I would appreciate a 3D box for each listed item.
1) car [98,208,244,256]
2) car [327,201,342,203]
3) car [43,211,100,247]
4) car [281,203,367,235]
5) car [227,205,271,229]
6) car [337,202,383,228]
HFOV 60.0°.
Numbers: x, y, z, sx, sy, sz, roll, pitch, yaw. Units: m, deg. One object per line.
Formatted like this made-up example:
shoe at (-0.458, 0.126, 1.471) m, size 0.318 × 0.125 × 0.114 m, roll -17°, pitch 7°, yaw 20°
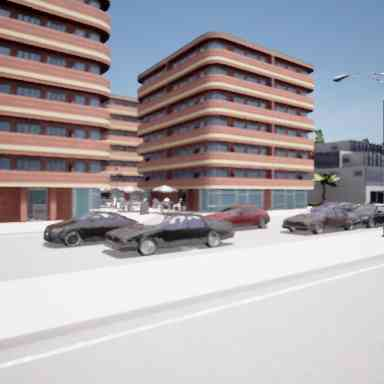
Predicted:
car at (-0.703, 1.551, 13.306) m, size 5.357 × 1.411 × 2.033 m, roll 0°, pitch 0°, yaw -35°
car at (11.297, 1.503, 26.104) m, size 4.902 × 1.511 × 2.128 m, roll 0°, pitch 0°, yaw -35°
car at (-4.382, 1.565, 14.985) m, size 4.181 × 1.385 × 1.994 m, roll 0°, pitch 0°, yaw -36°
car at (7.531, 1.555, 19.160) m, size 5.357 × 1.411 × 2.033 m, roll 0°, pitch 0°, yaw -35°
car at (2.777, 1.532, 20.080) m, size 4.674 × 1.442 × 1.812 m, roll 0°, pitch 0°, yaw -35°
car at (11.808, 1.551, 22.119) m, size 4.674 × 1.442 × 1.812 m, roll 0°, pitch 0°, yaw -36°
